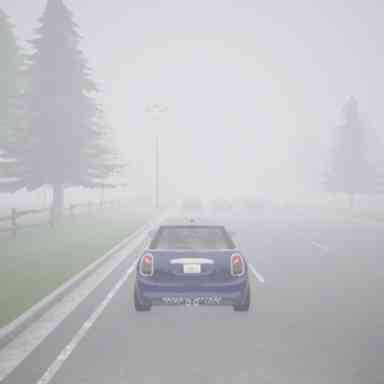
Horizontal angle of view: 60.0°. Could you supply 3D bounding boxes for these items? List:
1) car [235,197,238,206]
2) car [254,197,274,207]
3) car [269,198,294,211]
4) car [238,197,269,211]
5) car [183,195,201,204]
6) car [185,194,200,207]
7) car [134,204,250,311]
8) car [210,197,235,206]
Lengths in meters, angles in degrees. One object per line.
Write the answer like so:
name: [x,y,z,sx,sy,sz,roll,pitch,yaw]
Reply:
car: [7.014,1.402,48.909,1.994,1.385,4.181,0,0,0]
car: [10.514,1.402,48.908,1.994,1.385,4.181,0,0,0]
car: [10.511,1.397,38.905,1.812,1.442,4.674,0,0,0]
car: [7.011,1.420,38.489,2.033,1.411,5.357,0,0,0]
car: [0.011,1.223,38.877,2.097,1.767,4.553,0,0,0]
car: [0.014,1.190,48.881,2.097,1.767,4.553,0,0,0]
car: [0.002,1.326,7.841,2.097,1.767,4.553,0,0,0]
car: [3.511,1.435,38.907,1.994,1.385,4.181,0,0,0]
